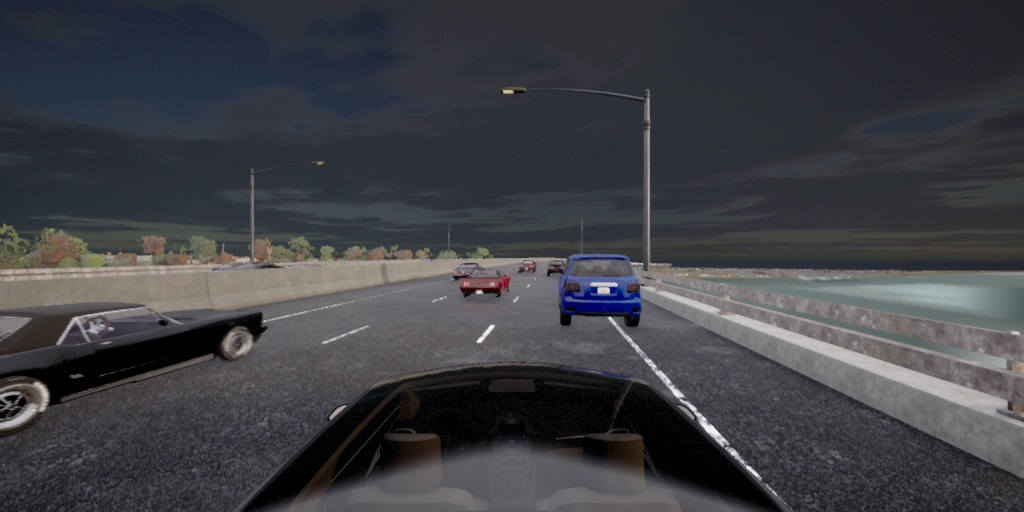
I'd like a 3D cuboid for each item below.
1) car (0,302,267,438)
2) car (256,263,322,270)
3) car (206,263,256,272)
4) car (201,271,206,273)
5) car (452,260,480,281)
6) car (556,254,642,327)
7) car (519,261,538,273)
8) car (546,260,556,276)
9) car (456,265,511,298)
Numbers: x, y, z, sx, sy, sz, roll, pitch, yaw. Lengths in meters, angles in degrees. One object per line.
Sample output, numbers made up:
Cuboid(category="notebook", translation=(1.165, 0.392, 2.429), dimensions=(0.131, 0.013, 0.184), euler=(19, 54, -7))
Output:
Cuboid(category="car", translation=(-6.278, 1.346, 5.420), dimensions=(1.895, 1.301, 4.718), euler=(0, 0, 6))
Cuboid(category="car", translation=(-14.702, 1.283, 25.188), dimensions=(2.033, 1.411, 5.357), euler=(0, 0, 7))
Cuboid(category="car", translation=(-18.215, 1.239, 25.251), dimensions=(1.837, 1.490, 4.892), euler=(0, 0, 7))
Cuboid(category="car", translation=(-21.467, 1.298, 27.439), dimensions=(1.994, 1.385, 4.181), euler=(0, 0, 7))
Cuboid(category="car", translation=(-3.386, 1.285, 29.472), dimensions=(2.033, 1.411, 5.357), euler=(0, 0, 7))
Cuboid(category="car", translation=(2.626, 0.966, 11.710), dimensions=(2.150, 2.045, 5.566), euler=(0, 0, 7))
Cuboid(category="car", translation=(1.983, 1.265, 43.354), dimensions=(1.812, 1.442, 4.674), euler=(0, 0, 8))
Cuboid(category="car", translation=(4.599, 1.243, 36.799), dimensions=(1.837, 1.490, 4.892), euler=(0, 0, 8))
Cuboid(category="car", translation=(-1.209, 1.341, 18.595), dimensions=(1.895, 1.301, 4.718), euler=(0, 0, 7))
